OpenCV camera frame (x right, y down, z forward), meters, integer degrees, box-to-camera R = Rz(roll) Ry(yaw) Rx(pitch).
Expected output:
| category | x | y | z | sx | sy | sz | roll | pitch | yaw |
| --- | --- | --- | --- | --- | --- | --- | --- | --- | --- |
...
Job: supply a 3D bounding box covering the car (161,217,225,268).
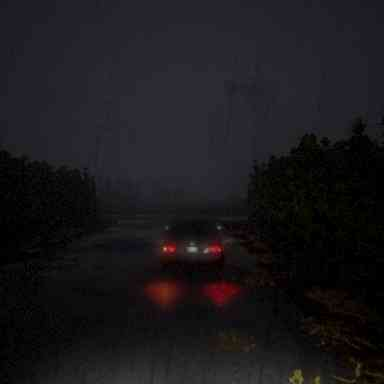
| category | x | y | z | sx | sy | sz | roll | pitch | yaw |
| --- | --- | --- | --- | --- | --- | --- | --- | --- | --- |
| car | 0.039 | 1.531 | 11.115 | 2.033 | 1.411 | 5.357 | 0 | 0 | 1 |
